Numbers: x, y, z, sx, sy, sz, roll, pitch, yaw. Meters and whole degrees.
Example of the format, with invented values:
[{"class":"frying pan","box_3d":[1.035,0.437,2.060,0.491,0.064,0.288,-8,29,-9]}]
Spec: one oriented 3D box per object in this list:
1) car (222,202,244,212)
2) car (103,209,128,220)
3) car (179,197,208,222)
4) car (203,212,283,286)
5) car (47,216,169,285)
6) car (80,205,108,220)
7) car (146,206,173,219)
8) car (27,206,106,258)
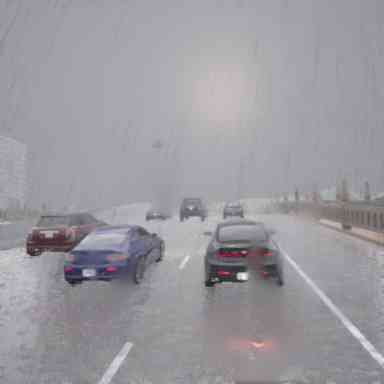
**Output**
[{"class":"car","box_3d":[3.872,1.711,31.315,2.128,1.511,4.902,-2,-2,6]},{"class":"car","box_3d":[-11.579,3.435,50.820,2.033,1.411,5.357,-2,-6,7]},{"class":"car","box_3d":[0.211,1.525,30.165,2.150,2.045,5.566,-2,-1,6]},{"class":"car","box_3d":[1.382,1.552,9.487,1.837,1.490,4.892,-2,0,6]},{"class":"car","box_3d":[-2.093,1.689,9.883,1.812,1.442,4.674,-2,-1,6]},{"class":"car","box_3d":[-15.046,3.244,51.376,2.150,2.045,5.566,-2,-6,7]},{"class":"car","box_3d":[-3.095,2.012,31.944,1.994,1.385,4.181,-2,-2,6]},{"class":"car","box_3d":[-5.090,1.656,14.527,2.097,1.767,4.553,-2,-1,6]}]
